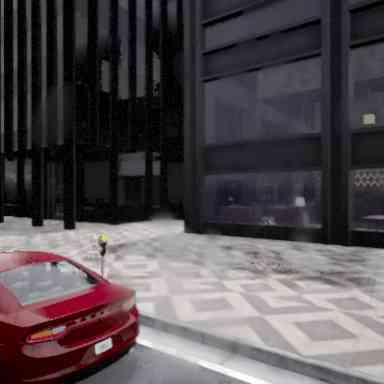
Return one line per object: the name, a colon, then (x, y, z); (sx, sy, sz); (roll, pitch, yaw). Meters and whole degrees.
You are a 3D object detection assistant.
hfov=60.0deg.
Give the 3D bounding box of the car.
car: (-2.789, 1.566, 4.946); (4.507, 1.381, 1.887); (0, 0, 35)
